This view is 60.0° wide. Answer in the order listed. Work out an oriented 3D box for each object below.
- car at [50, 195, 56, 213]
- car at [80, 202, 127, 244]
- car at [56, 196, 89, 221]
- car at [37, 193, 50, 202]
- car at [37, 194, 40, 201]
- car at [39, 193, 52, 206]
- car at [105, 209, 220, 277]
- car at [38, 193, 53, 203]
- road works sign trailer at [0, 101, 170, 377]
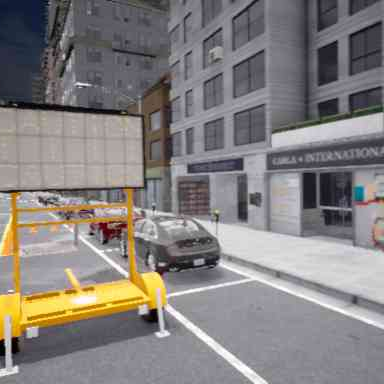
[{"bbox_3d":[-10.956,1.161,29.063,1.887,1.381,4.507,-3,2,-27],"label":"car"},{"bbox_3d":[-3.374,1.292,14.391,1.887,1.381,4.507,-3,2,-27],"label":"car"},{"bbox_3d":[-8.433,1.100,24.170,1.967,1.590,4.097,-3,2,-27],"label":"car"},{"bbox_3d":[-26.120,0.912,58.407,1.887,1.381,4.507,-3,2,-27],"label":"car"},{"bbox_3d":[-21.065,0.994,48.625,1.887,1.381,4.507,-3,2,-27],"label":"car"},{"bbox_3d":[-18.537,1.056,43.736,1.947,1.339,4.313,-3,2,-27],"label":"car"},{"bbox_3d":[-0.846,1.343,9.501,2.008,1.369,4.403,-3,2,-27],"label":"car"},{"bbox_3d":[-23.592,0.953,53.516,1.887,1.381,4.507,-3,2,-27],"label":"car"},{"bbox_3d":[-1.994,0.373,5.677,2.380,3.560,2.880,-2,1,-27],"label":"road works sign trailer"}]
